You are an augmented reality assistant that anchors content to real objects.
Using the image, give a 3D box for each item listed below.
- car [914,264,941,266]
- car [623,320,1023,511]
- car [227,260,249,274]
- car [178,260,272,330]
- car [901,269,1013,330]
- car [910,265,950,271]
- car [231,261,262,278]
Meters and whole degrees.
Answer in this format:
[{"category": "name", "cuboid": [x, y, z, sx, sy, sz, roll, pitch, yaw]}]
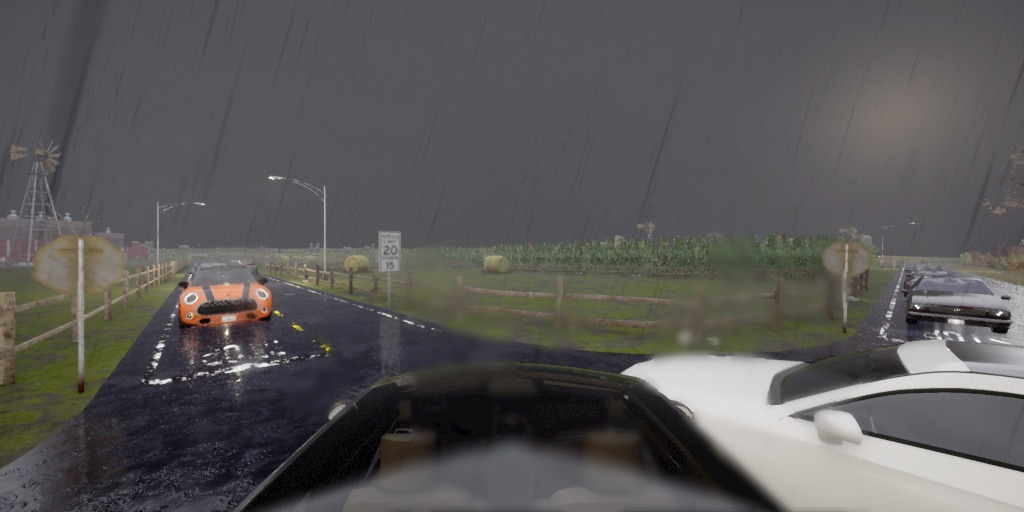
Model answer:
[{"category": "car", "cuboid": [28.675, 1.307, 24.803, 4.902, 1.511, 2.128, 0, 1, -42]}, {"category": "car", "cuboid": [2.859, 1.293, 2.226, 1.812, 1.442, 4.674, 0, 1, -43]}, {"category": "car", "cuboid": [-33.237, 1.273, 43.379, 1.837, 1.490, 4.892, 0, 0, -41]}, {"category": "car", "cuboid": [-9.245, 1.135, 11.549, 2.097, 1.767, 4.553, 0, 0, -41]}, {"category": "car", "cuboid": [13.635, 1.334, 11.180, 5.357, 1.411, 2.033, 0, 1, -42]}, {"category": "car", "cuboid": [21.039, 1.363, 17.892, 4.181, 1.385, 1.994, 0, 1, -43]}, {"category": "car", "cuboid": [-26.597, 1.257, 35.848, 2.128, 1.511, 4.902, 0, 0, -41]}]
